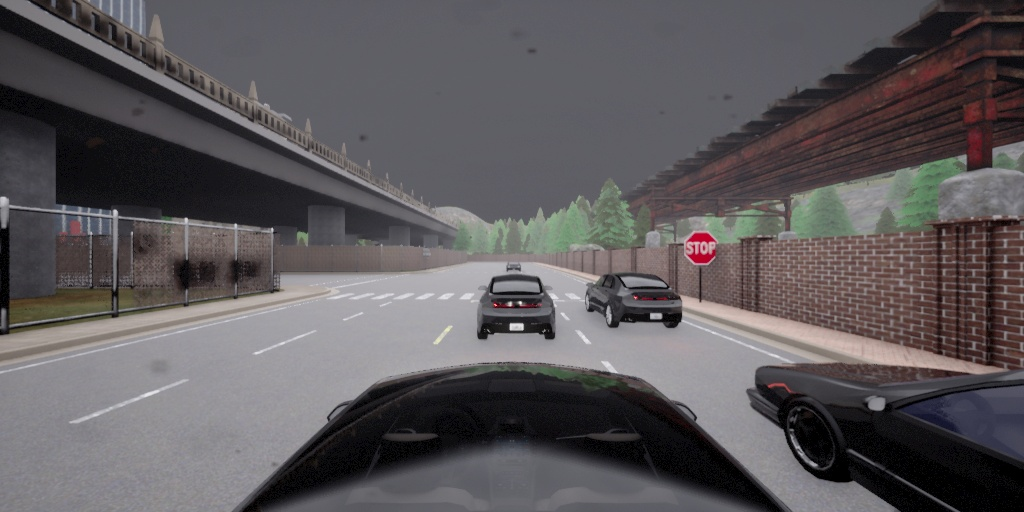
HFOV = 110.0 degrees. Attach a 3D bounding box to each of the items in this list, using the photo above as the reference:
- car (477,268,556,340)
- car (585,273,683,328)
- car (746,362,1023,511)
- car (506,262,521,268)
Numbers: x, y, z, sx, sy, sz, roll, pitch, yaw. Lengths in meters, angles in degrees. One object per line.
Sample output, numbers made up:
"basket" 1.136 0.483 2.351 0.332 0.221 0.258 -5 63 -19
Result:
"car" 0.102 1.257 10.009 1.837 1.490 4.892 0 0 0
"car" 3.604 1.258 11.367 1.837 1.490 4.892 0 0 0
"car" 3.600 1.297 1.621 2.033 1.411 5.357 0 0 0
"car" 0.203 1.364 46.291 1.895 1.301 4.718 0 0 -1
